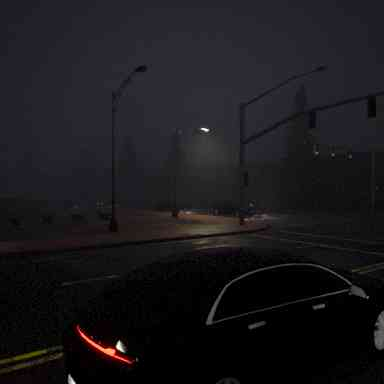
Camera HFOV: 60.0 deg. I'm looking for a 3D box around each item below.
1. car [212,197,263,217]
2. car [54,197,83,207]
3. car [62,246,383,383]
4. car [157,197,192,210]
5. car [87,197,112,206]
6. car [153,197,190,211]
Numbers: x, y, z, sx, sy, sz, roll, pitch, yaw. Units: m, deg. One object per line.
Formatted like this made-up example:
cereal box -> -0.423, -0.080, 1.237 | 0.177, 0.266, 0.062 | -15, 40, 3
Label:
car -> 3.864, 1.505, 30.911 | 1.837, 1.490, 4.892 | 0, 0, -36
car -> -19.096, 1.525, 51.324 | 4.674, 1.442, 1.812 | 0, 0, 22
car -> 0.894, 1.505, 4.435 | 4.892, 1.490, 1.837 | 0, 0, -35
car -> -2.323, 1.506, 44.234 | 4.892, 1.490, 1.837 | 0, 0, 45
car -> -14.666, 1.564, 53.114 | 4.181, 1.385, 1.994 | 0, 0, 25
car -> -2.487, 1.547, 39.428 | 2.033, 1.411, 5.357 | 0, 0, -40
